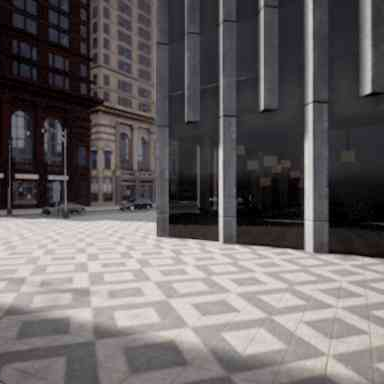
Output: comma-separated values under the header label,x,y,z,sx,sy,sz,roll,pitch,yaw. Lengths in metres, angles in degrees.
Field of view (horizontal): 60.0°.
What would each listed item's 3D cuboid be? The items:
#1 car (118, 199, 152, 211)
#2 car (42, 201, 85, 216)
label,x,y,z,sx,sy,sz,roll,pitch,yaw
car,-7.172,1.622,42.454,1.837,1.490,4.892,0,0,36
car,-13.129,1.652,34.126,1.994,1.385,4.181,0,0,36
